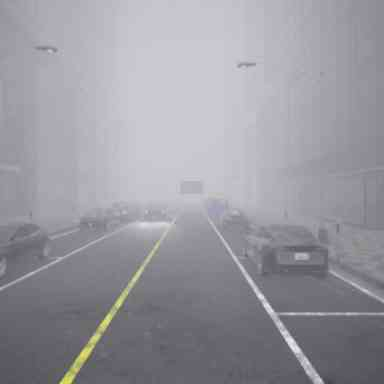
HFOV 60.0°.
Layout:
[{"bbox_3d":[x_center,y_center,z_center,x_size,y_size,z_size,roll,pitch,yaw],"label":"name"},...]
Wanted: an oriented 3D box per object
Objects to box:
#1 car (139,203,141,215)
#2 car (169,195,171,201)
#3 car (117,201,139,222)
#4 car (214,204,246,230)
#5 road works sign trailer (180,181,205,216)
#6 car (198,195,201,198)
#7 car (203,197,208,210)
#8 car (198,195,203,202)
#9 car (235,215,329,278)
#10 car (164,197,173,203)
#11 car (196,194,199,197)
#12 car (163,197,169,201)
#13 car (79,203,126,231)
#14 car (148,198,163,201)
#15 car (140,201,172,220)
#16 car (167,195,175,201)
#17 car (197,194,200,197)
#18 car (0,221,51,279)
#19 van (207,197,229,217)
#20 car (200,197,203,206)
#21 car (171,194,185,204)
[{"bbox_3d":[-5.851,1.696,32.675,1.887,1.381,4.507,1,0,0],"label":"car"},{"bbox_3d":[-5.851,1.820,71.876,1.752,1.417,4.829,1,0,0],"label":"car"},{"bbox_3d":[-5.849,1.567,27.051,1.967,1.590,4.097,1,0,0],"label":"car"},{"bbox_3d":[2.675,1.684,21.430,1.802,1.307,4.206,1,0,0],"label":"car"},{"bbox_3d":[0.000,0.621,34.143,2.380,3.560,2.880,0,0,0],"label":"road works sign trailer"},{"bbox_3d":[2.675,1.821,66.427,1.887,1.381,4.507,1,0,0],"label":"car"},{"bbox_3d":[2.676,1.614,38.304,1.967,1.590,4.097,1,0,0],"label":"car"},{"bbox_3d":[2.675,1.808,60.803,2.008,1.369,4.403,1,0,0],"label":"car"},{"bbox_3d":[2.675,1.615,10.180,1.947,1.339,4.313,1,0,0],"label":"car"},{"bbox_3d":[-5.851,1.911,83.295,1.802,1.307,4.206,1,0,0],"label":"car"},{"bbox_3d":[2.674,1.909,88.927,1.947,1.339,4.313,1,0,0],"label":"car"},{"bbox_3d":[-5.851,1.809,60.797,2.008,1.369,4.403,1,0,0],"label":"car"},{"bbox_3d":[-5.851,1.647,21.426,1.887,1.381,4.507,1,0,0],"label":"car"},{"bbox_3d":[-5.850,1.762,49.548,1.887,1.381,4.507,1,0,0],"label":"car"},{"bbox_3d":[-3.099,1.740,29.781,1.895,1.301,4.718,0,0,0],"label":"car"},{"bbox_3d":[-5.850,1.799,94.544,1.967,1.590,4.097,1,0,0],"label":"car"},{"bbox_3d":[2.675,1.856,77.676,1.887,1.381,4.507,1,0,0],"label":"car"},{"bbox_3d":[-5.850,1.616,10.176,1.947,1.339,4.313,1,0,0],"label":"car"},{"bbox_3d":[2.677,1.491,32.680,1.690,1.788,3.998,1,0,0],"label":"van"},{"bbox_3d":[2.675,1.767,49.553,2.008,1.369,4.403,1,0,0],"label":"car"},{"bbox_3d":[-3.002,1.804,71.031,1.812,1.442,4.674,0,0,0],"label":"car"}]
